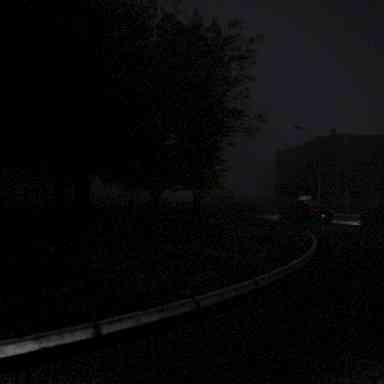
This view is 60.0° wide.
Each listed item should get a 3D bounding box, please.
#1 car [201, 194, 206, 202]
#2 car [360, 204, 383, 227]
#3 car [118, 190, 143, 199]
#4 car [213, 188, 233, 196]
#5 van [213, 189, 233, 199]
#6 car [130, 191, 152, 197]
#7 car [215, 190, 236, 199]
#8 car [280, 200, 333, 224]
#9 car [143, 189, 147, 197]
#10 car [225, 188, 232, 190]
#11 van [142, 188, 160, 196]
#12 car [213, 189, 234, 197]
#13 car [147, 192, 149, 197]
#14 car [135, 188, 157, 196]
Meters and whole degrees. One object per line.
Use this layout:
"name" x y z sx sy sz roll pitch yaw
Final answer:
"car" 1.519 0.955 57.367 1.837 1.490 4.892 0 1 0
"car" 11.490 1.405 19.115 1.812 1.442 4.674 0 1 3
"car" -13.360 0.525 70.701 4.553 1.767 2.185 0 1 5
"car" 8.867 0.009 94.870 5.566 2.045 2.435 0 1 5
"van" 7.127 0.440 75.495 4.442 1.987 1.878 0 1 5
"car" -12.469 0.453 81.704 4.892 1.521 2.231 0 1 5
"car" 6.504 0.830 67.180 4.792 1.488 2.163 0 1 5
"car" 7.901 1.315 23.438 1.882 1.535 5.008 1 0 -9
"car" -13.165 0.605 73.459 5.008 1.535 2.097 0 1 5
"car" 7.027 0.591 72.587 4.553 1.767 2.185 0 1 5
"van" -11.418 0.000 92.676 4.442 1.987 1.878 0 1 5
"car" 8.442 0.129 89.202 5.566 2.045 2.435 0 1 5
"car" -12.925 0.595 76.204 4.674 1.452 2.002 0 1 5
"car" -12.026 0.087 87.193 5.566 2.045 2.435 0 1 5
